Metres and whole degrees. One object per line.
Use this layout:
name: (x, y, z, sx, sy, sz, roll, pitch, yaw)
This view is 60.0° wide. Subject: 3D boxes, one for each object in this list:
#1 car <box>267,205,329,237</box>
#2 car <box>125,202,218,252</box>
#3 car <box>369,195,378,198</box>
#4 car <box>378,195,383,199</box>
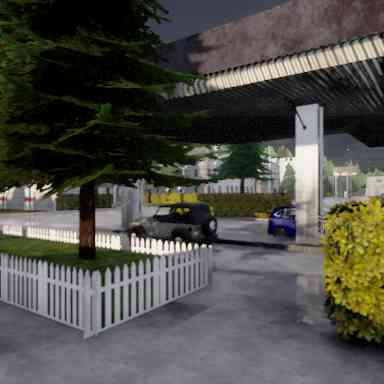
car: (5.984, 1.495, 15.870, 4.611, 1.667, 2.242, 0, 0, 35)
car: (-0.818, 1.343, 13.723, 3.866, 1.878, 1.905, 0, 0, 35)
car: (33.211, 1.326, 60.139, 2.007, 1.523, 4.514, 0, 0, 35)
car: (25.943, 1.091, 43.401, 1.905, 1.878, 3.866, 0, 0, 35)
